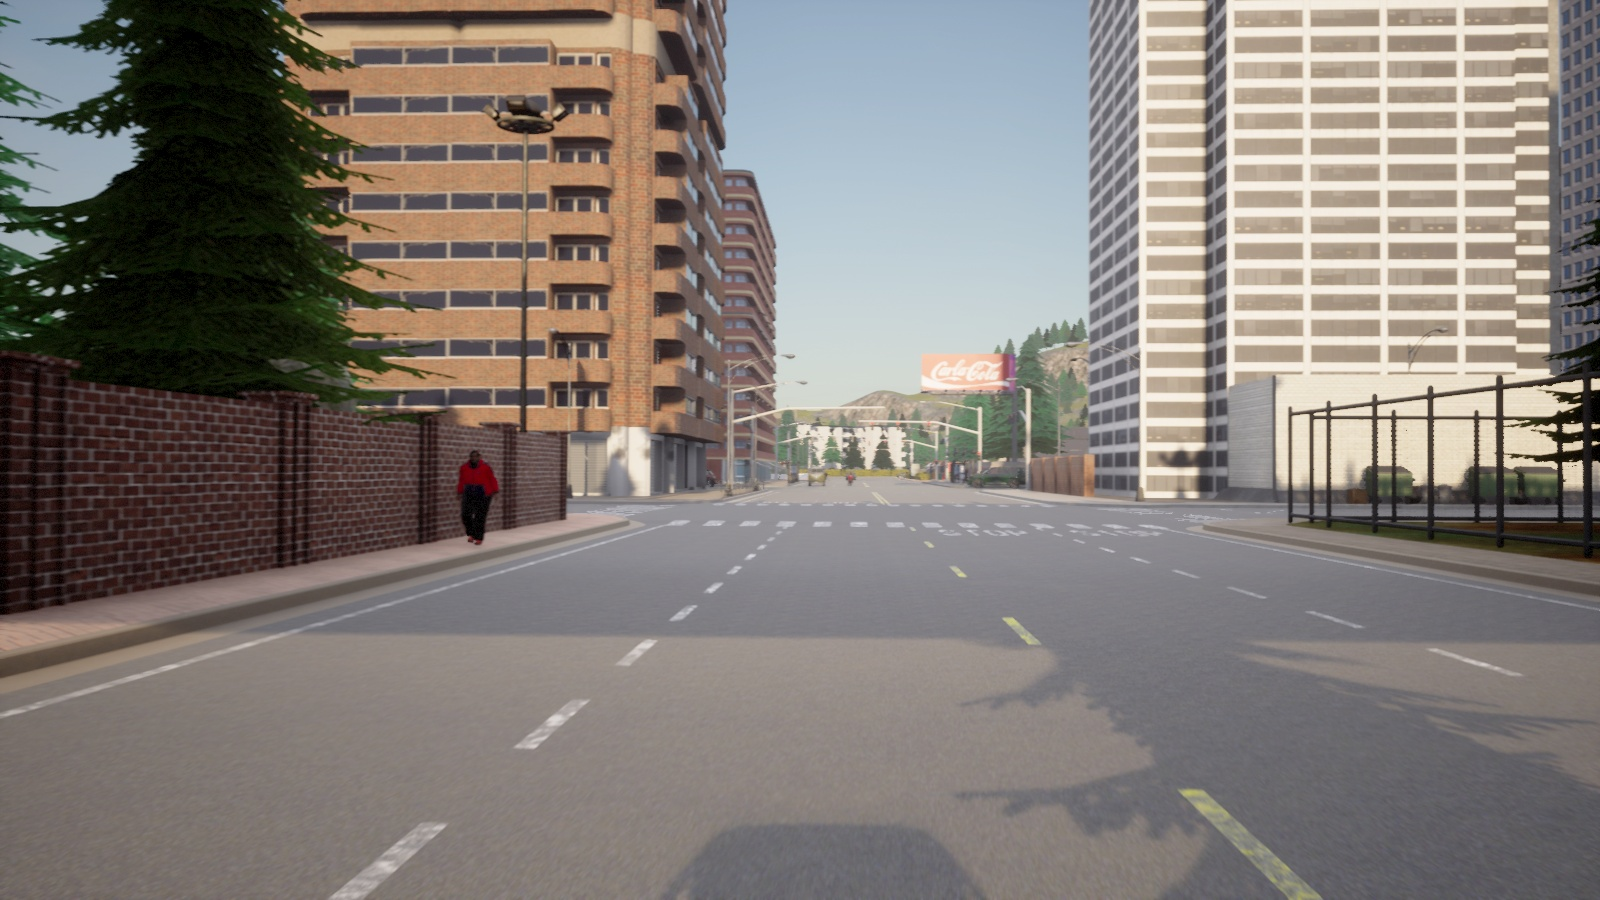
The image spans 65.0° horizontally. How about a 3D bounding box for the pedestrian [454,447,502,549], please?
[{"bbox_3d":[-5.950,0.880,23.225,0.634,1.844,0.899,0,-1,1],"label":"pedestrian"}]
